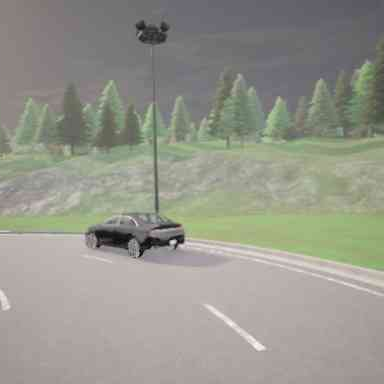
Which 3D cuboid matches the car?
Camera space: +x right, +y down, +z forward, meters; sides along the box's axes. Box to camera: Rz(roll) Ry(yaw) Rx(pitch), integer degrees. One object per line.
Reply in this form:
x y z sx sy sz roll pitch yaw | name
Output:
-2.375 1.551 13.033 4.902 1.511 2.128 -2 0 45 | car
